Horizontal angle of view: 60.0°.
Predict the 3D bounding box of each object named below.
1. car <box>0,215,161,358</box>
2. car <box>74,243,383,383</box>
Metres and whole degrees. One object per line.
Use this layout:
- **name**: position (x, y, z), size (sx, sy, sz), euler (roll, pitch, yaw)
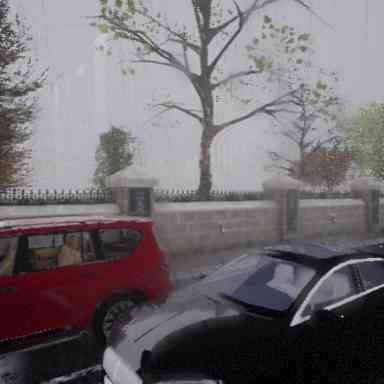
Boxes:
- **car**: position (-2.618, 1.315, 4.689), size (5.009, 1.841, 2.192), euler (0, 0, -36)
- **car**: position (1.314, 1.492, 4.302), size (4.902, 1.511, 2.128), euler (0, 0, -35)
